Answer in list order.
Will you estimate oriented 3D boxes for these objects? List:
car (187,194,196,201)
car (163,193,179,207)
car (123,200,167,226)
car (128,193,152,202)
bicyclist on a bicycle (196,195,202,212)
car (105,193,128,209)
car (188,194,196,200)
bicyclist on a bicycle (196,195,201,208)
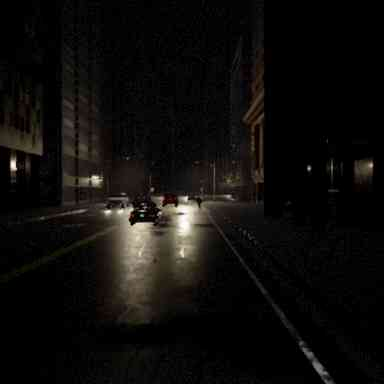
[{"bbox_3d":[-0.007,1.344,75.088,1.994,1.385,4.181,0,0,0],"label":"car"},{"bbox_3d":[-3.154,1.147,50.379,2.150,2.045,5.566,0,0,0],"label":"car"},{"bbox_3d":[-3.152,1.535,23.498,2.033,1.411,5.357,0,0,0],"label":"car"},{"bbox_3d":[-6.576,1.173,44.287,2.150,2.045,5.566,0,0,0],"label":"car"},{"bbox_3d":[0.891,1.423,37.024,0.582,1.620,1.656,0,0,0],"label":"bicyclist on a bicycle"},{"bbox_3d":[-9.826,1.174,44.252,2.150,2.045,5.566,0,0,0],"label":"car"},{"bbox_3d":[-0.007,1.245,84.926,2.128,1.511,4.902,0,0,0],"label":"car"},{"bbox_3d":[0.890,1.313,46.146,0.659,1.776,1.843,0,0,0],"label":"bicyclist on a bicycle"}]
